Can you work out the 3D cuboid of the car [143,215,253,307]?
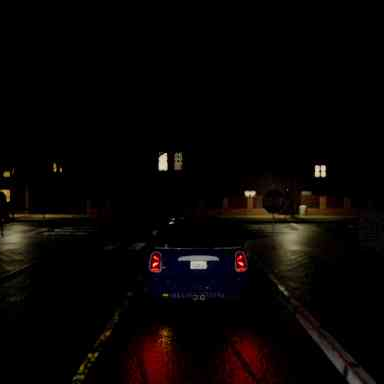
[{"bbox_3d":[0.063,1.345,8.166,2.097,1.767,4.553,0,0,-1],"label":"car"}]

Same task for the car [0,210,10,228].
[{"bbox_3d":[-13.469,1.238,18.964,5.566,2.045,2.150,0,1,2],"label":"car"}]
